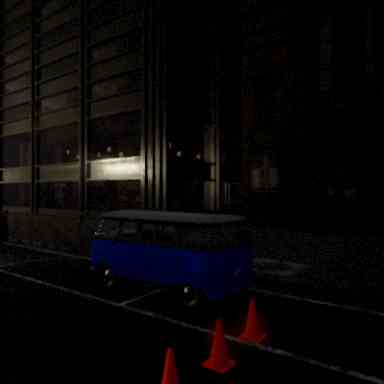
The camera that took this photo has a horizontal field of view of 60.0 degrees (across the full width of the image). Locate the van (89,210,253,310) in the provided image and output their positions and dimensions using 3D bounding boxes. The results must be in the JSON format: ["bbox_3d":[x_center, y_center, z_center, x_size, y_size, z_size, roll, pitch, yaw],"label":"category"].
[{"bbox_3d":[-0.612,1.335,7.545,3.998,1.788,1.690,0,0,36],"label":"van"}]

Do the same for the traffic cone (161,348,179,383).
[{"bbox_3d":[-0.232,1.953,3.528,0.340,0.580,0.340,0,0,36],"label":"traffic cone"}]

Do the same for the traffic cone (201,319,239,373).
[{"bbox_3d":[0.352,1.953,4.339,0.340,0.580,0.340,0,0,36],"label":"traffic cone"}]

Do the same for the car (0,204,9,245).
[{"bbox_3d":[-9.717,1.295,14.099,5.009,1.841,2.192,0,0,36],"label":"car"}]

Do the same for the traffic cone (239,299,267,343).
[{"bbox_3d":[0.936,1.953,5.151,0.340,0.580,0.340,0,0,36],"label":"traffic cone"}]
